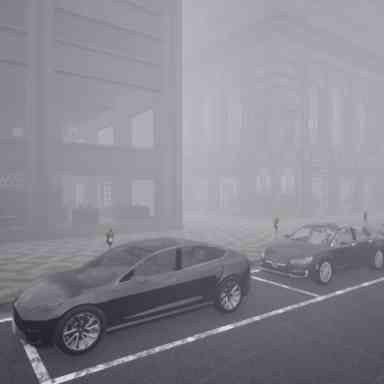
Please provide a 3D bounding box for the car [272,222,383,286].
[{"bbox_3d":[3.791,1.550,9.333,4.403,1.369,2.008,0,0,-35],"label":"car"}]

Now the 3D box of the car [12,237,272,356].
[{"bbox_3d":[-0.805,1.565,6.071,4.313,1.339,1.947,0,0,-35],"label":"car"}]
